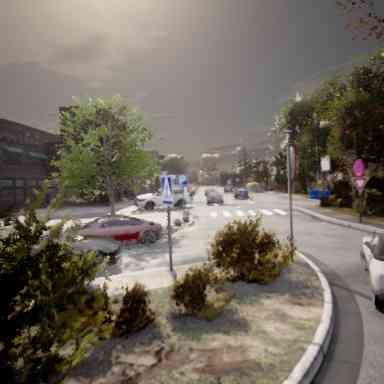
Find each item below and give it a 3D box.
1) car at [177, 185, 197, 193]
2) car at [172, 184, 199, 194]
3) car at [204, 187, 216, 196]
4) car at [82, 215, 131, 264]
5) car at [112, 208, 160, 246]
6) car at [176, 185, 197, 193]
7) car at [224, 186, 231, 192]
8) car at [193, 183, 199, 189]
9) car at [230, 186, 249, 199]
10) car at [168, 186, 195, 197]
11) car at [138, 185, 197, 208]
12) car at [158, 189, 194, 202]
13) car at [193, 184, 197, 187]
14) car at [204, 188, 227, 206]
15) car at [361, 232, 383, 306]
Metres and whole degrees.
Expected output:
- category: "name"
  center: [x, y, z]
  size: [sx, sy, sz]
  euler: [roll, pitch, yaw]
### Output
- category: "car"
  center: [-1.341, -0.809, 85.621]
  size: [4.553, 1.767, 2.185]
  euler: [-4, 1, -18]
- category: "car"
  center: [-1.577, -0.665, 76.649]
  size: [5.566, 2.045, 2.435]
  euler: [-4, 1, -18]
- category: "car"
  center: [3.291, -0.061, 61.082]
  size: [1.994, 1.385, 4.181]
  euler: [-2, 2, 2]
- category: "car"
  center: [-4.625, 1.806, 10.006]
  size: [4.902, 1.511, 2.128]
  euler: [-3, 2, -26]
- category: "car"
  center: [-3.516, 1.694, 14.318]
  size: [4.181, 1.385, 1.994]
  euler: [-3, 2, -27]
- category: "car"
  center: [-1.432, -0.719, 82.623]
  size: [4.553, 1.767, 2.185]
  euler: [-4, 1, -18]
- category: "car"
  center: [7.587, -0.562, 69.345]
  size: [2.128, 1.511, 4.902]
  euler: [-2, 2, 1]
- category: "car"
  center: [-1.844, -0.385, 67.640]
  size: [5.566, 2.045, 2.435]
  euler: [-4, 2, -18]
- category: "car"
  center: [7.083, 0.139, 48.543]
  size: [1.812, 1.442, 4.674]
  euler: [-2, 2, 2]
- category: "car"
  center: [-2.015, -0.069, 61.635]
  size: [4.553, 1.767, 2.185]
  euler: [-4, 2, -18]
- category: "car"
  center: [-2.846, 0.692, 34.600]
  size: [5.566, 2.045, 2.435]
  euler: [-4, 2, -18]
- category: "car"
  center: [-2.393, 0.449, 49.630]
  size: [5.008, 1.535, 2.097]
  euler: [-4, 2, -18]
- category: "car"
  center: [-2.107, 0.028, 58.637]
  size: [4.553, 1.767, 2.185]
  euler: [-4, 2, -18]
- category: "car"
  center: [2.536, 0.681, 37.242]
  size: [1.812, 1.442, 4.674]
  euler: [-2, 2, 2]
- category: "car"
  center: [4.933, 1.527, 7.440]
  size: [1.895, 1.301, 4.718]
  euler: [-2, 0, 24]
